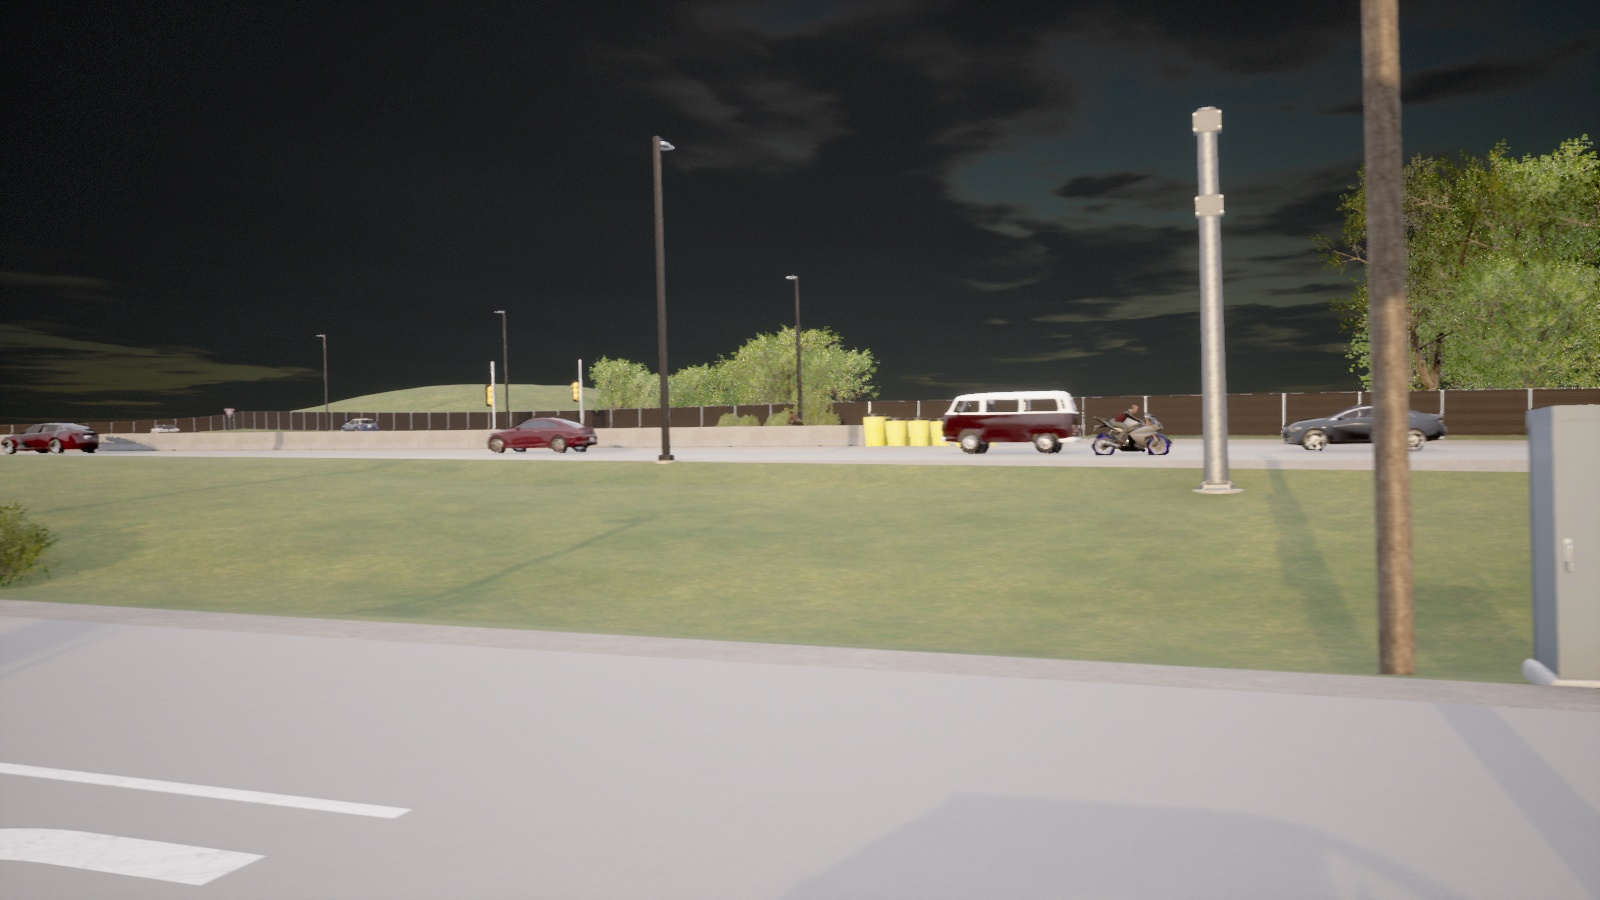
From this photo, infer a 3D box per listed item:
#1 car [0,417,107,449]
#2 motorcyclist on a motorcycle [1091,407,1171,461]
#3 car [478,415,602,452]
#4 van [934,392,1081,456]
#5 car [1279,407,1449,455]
[{"bbox_3d":[-35.941,-0.821,60.161,4.792,1.488,2.163,0,1,19],"label":"car"},{"bbox_3d":[9.668,-0.468,36.692,2.191,1.530,0.866,0,1,19],"label":"motorcyclist on a motorcycle"},{"bbox_3d":[-10.601,-0.668,51.245,4.674,1.442,1.812,0,1,19],"label":"car"},{"bbox_3d":[6.839,-0.842,41.394,4.480,2.038,2.069,0,1,19],"label":"van"},{"bbox_3d":[18.311,-0.611,41.069,4.902,1.511,2.128,0,1,19],"label":"car"}]
